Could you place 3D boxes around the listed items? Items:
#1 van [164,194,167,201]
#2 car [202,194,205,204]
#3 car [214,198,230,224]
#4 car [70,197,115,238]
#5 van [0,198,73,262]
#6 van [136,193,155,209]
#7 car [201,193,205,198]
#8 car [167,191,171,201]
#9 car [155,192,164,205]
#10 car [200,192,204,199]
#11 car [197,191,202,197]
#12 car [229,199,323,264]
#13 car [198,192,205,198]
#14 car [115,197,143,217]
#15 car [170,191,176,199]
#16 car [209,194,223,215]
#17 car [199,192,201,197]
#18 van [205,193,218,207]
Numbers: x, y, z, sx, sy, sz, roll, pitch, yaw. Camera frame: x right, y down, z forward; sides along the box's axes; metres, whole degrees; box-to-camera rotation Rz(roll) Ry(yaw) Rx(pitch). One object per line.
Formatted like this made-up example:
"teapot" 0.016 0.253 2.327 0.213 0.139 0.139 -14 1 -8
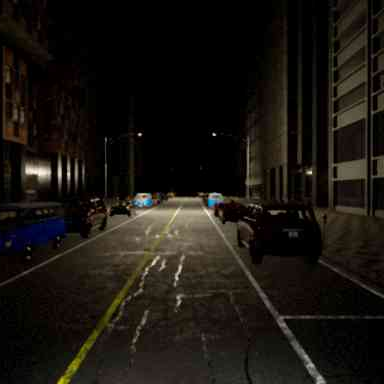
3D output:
"van" -5.750 0.938 56.325 1.690 1.788 3.998 0 0 0
"car" 2.773 1.221 45.114 1.887 1.381 4.507 0 0 0
"car" 2.768 1.380 22.678 1.887 1.381 4.507 0 0 0
"car" -5.758 1.191 17.059 2.192 1.841 5.009 0 0 0
"van" -5.759 1.257 11.450 1.690 1.788 3.998 0 0 0
"van" -5.753 1.057 39.497 1.690 1.788 3.998 0 0 0
"car" 2.774 1.203 50.723 1.947 1.339 4.313 0 0 0
"car" -5.748 1.049 67.374 1.752 1.417 4.829 0 0 0
"car" -5.751 1.077 50.716 1.967 1.590 4.097 0 0 0
"car" 2.775 1.121 56.502 1.752 1.417 4.829 0 0 0
"car" 2.781 0.971 84.376 2.008 1.369 4.403 0 0 0
"car" 2.766 1.231 11.458 2.192 1.841 5.009 0 0 0
"car" 2.783 0.792 95.594 1.967 1.590 4.097 0 0 0
"car" -5.756 1.346 28.279 2.008 1.369 4.403 0 0 0
"car" -5.744 0.987 84.373 1.947 1.339 4.313 0 0 0
"car" 2.769 1.236 28.286 1.967 1.590 4.097 0 0 0
"car" 2.776 1.083 62.111 1.752 1.417 4.829 0 0 0
"van" 2.772 1.057 39.503 1.690 1.788 3.998 0 0 0
